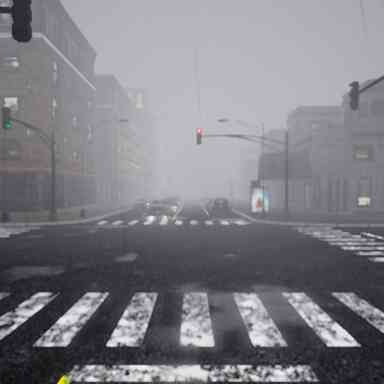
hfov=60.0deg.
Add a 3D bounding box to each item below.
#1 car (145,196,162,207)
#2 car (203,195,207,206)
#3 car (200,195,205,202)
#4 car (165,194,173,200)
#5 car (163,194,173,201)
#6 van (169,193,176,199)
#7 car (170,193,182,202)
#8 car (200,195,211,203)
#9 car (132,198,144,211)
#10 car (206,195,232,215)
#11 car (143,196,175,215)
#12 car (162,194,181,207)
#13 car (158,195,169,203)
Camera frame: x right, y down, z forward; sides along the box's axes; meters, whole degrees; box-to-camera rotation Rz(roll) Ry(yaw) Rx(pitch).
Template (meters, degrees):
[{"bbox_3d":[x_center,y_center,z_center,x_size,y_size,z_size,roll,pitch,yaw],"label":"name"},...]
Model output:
[{"bbox_3d":[-5.675,1.380,49.379,2.008,1.369,4.403,0,0,0],"label":"car"},{"bbox_3d":[2.703,1.428,43.691,1.802,1.307,4.206,0,0,0],"label":"car"},{"bbox_3d":[2.705,1.380,49.388,2.008,1.369,4.403,0,0,0],"label":"car"},{"bbox_3d":[-5.662,1.269,83.388,1.752,1.417,4.829,-1,0,0],"label":"car"},{"bbox_3d":[-5.666,1.196,77.861,1.967,1.590,4.097,-1,0,0],"label":"car"},{"bbox_3d":[-5.659,1.063,94.951,1.690,1.788,3.998,-1,0,0],"label":"van"},{"bbox_3d":[-2.973,1.347,65.450,1.837,1.490,4.892,0,0,0],"label":"car"},{"bbox_3d":[2.712,1.334,66.478,2.008,1.369,4.403,-1,0,0],"label":"car"},{"bbox_3d":[-5.680,1.414,37.985,2.008,1.369,4.403,0,0,0],"label":"car"},{"bbox_3d":[2.697,1.320,32.297,1.967,1.590,4.097,0,0,0],"label":"car"},{"bbox_3d":[-3.086,1.428,32.306,2.033,1.411,5.357,0,0,0],"label":"car"},{"bbox_3d":[-3.068,1.395,48.628,1.994,1.385,4.181,0,0,0],"label":"car"},{"bbox_3d":[-5.669,1.309,66.299,1.752,1.417,4.829,0,0,0],"label":"car"}]
